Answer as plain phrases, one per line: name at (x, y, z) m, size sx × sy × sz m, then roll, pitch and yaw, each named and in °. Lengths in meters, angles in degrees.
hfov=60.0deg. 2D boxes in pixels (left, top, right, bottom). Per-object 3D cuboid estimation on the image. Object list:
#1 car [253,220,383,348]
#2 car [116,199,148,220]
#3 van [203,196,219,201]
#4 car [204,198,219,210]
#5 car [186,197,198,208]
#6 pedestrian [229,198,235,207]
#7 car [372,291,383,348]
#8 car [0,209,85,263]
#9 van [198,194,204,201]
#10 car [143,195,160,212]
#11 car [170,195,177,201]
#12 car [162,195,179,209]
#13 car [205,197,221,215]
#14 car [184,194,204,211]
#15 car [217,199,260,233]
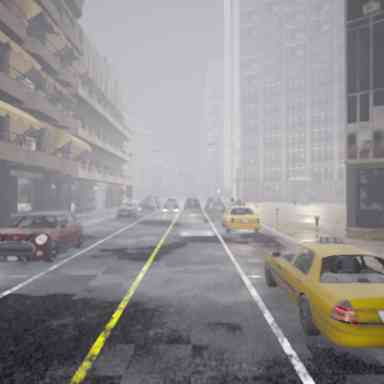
car at (2.572, 1.525, 6.458) m, size 1.752 × 1.417 × 4.829 m, roll 0°, pitch 0°, yaw 0°
car at (-5.305, 1.556, 28.427) m, size 2.008 × 1.369 × 4.403 m, roll 0°, pitch 0°, yaw 0°
van at (2.578, 1.355, 39.502) m, size 1.690 × 1.788 × 3.998 m, roll 0°, pitch 0°, yaw 0°
car at (2.577, 1.547, 45.209) m, size 1.752 × 1.417 × 4.829 m, roll 0°, pitch 0°, yaw 0°
car at (0.008, 1.556, 50.771) m, size 1.812 × 1.442 × 4.674 m, roll 0°, pitch 0°, yaw 0°
pedestrian at (2.754, 1.296, 22.624) m, size 0.375 × 1.860 × 0.375 m, roll 0°, pitch 0°, yaw 0°
car at (2.571, 1.566, 0.752) m, size 1.947 × 1.339 × 4.313 m, roll 0°, pitch 0°, yaw 0°
car at (-5.307, 1.441, 11.817) m, size 1.967 × 1.590 × 4.097 m, roll 0°, pitch 0°, yaw 0°
van at (2.584, 1.475, 94.034) m, size 1.690 × 1.788 × 3.998 m, roll 0°, pitch 0°, yaw 0°
car at (-5.303, 1.455, 39.498) m, size 1.967 × 1.590 × 4.097 m, roll 0°, pitch 0°, yaw 0°
car at (-5.297, 1.659, 93.865) m, size 1.752 × 1.417 × 4.829 m, roll 0°, pitch 0°, yaw 0°
car at (-2.782, 1.547, 45.007) m, size 1.812 × 1.442 × 4.674 m, roll 0°, pitch 0°, yaw 1°
car at (2.576, 1.534, 34.138) m, size 1.752 × 1.417 × 4.829 m, roll 0°, pitch 0°, yaw 0°
car at (0.071, 1.369, 41.455) m, size 2.097 × 1.767 × 4.553 m, roll 0°, pitch 0°, yaw 0°
car at (2.753, 1.457, 19.625) m, size 1.801 × 1.575 × 5.366 m, roll 0°, pitch 0°, yaw 0°
